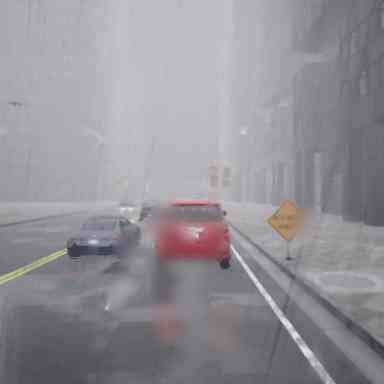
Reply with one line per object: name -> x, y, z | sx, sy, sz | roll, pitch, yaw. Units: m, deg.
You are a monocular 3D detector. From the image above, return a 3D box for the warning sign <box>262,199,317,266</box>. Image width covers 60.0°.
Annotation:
warning sign -> 2.845, 1.133, 9.843 | 1.300, 1.860, 1.060 | 0, 0, 0

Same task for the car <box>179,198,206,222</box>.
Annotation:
car -> 0.061, 1.398, 27.460 | 2.097, 1.767, 4.553 | 0, 0, 0

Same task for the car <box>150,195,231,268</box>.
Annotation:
car -> 0.061, 1.244, 11.521 | 2.150, 2.045, 5.566 | 0, 0, 1

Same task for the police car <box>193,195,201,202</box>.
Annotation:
police car -> 1.117, 1.567, 79.952 | 1.930, 1.638, 5.238 | 0, 0, 0

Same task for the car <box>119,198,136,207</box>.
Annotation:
car -> -9.832, 1.648, 51.312 | 1.994, 1.385, 4.181 | 0, 0, 0

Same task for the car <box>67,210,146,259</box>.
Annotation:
car -> -3.182, 1.586, 12.766 | 1.994, 1.385, 4.181 | 0, 0, 0

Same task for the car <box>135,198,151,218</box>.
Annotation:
car -> -3.186, 1.554, 27.790 | 1.837, 1.490, 4.892 | 0, 0, 0
